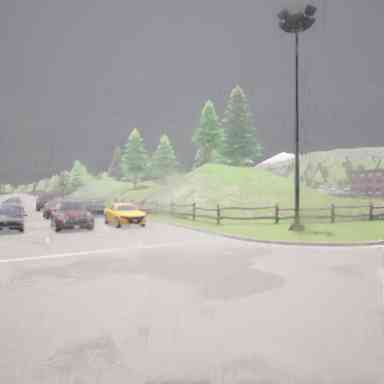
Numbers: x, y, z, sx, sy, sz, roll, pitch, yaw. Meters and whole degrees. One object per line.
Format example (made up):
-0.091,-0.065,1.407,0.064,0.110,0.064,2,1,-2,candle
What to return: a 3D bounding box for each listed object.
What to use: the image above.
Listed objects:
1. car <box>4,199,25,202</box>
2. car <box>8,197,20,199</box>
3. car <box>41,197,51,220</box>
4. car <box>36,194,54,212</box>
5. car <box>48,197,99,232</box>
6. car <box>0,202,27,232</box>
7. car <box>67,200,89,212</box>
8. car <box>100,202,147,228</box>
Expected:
-15.610,1.588,28.834,1.812,1.442,4.674,0,0,-28,car
-20.183,1.434,37.737,2.097,1.767,4.553,0,0,-27,car
-12.040,1.536,29.534,1.882,1.535,5.008,0,0,-27,car
-17.899,1.302,40.960,2.150,2.045,5.566,0,0,-27,car
-7.468,1.391,20.653,2.097,1.767,4.553,0,0,-27,car
-11.090,1.592,20.036,2.033,1.411,5.357,0,0,-27,car
-14.288,1.678,41.583,1.895,1.301,4.718,0,0,-27,car
-4.637,1.515,22.803,1.882,1.535,5.008,0,0,-27,car
